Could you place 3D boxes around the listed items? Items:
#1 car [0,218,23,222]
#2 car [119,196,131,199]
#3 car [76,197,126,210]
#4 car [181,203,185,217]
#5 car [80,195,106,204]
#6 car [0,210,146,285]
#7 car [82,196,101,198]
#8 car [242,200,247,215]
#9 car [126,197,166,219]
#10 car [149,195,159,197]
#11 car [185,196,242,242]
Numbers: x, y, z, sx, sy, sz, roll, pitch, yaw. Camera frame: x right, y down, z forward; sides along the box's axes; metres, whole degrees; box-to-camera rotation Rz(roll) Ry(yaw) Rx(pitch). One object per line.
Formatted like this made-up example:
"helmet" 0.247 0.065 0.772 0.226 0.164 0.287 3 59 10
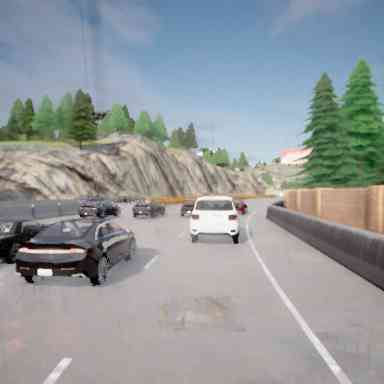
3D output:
"car" -6.293 1.581 11.848 1.895 1.301 4.718 0 0 5
"car" -12.694 1.453 60.890 1.837 1.490 4.892 0 0 21
"car" -7.613 1.464 27.685 2.128 1.511 4.902 0 0 11
"car" 0.273 1.496 31.248 1.837 1.490 4.892 0 0 12
"car" -18.964 1.438 64.094 2.128 1.511 4.902 0 0 22
"car" -2.941 1.481 9.447 2.128 1.511 4.902 0 0 4
"car" -17.850 1.429 57.098 2.128 1.511 4.902 0 0 20
"car" 4.660 1.479 34.579 1.882 1.535 5.008 0 0 14
"car" -3.701 1.473 29.442 2.128 1.511 4.902 0 0 11
"car" -7.494 1.437 64.332 1.882 1.535 5.008 0 0 23
"car" 1.227 1.220 16.518 2.150 2.045 5.566 0 0 7
